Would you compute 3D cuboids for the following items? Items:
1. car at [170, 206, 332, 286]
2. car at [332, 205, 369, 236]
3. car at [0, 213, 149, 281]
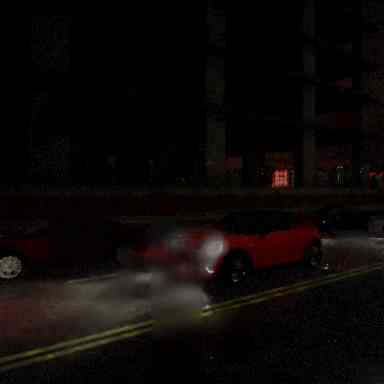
[{"bbox_3d":[1.625,1.316,9.433,4.553,1.767,2.097,0,0,-35],"label":"car"},{"bbox_3d":[7.801,1.466,18.090,4.674,1.442,1.812,0,0,-35],"label":"car"},{"bbox_3d":[-3.730,1.431,9.929,5.008,1.535,1.882,0,0,-35],"label":"car"}]
